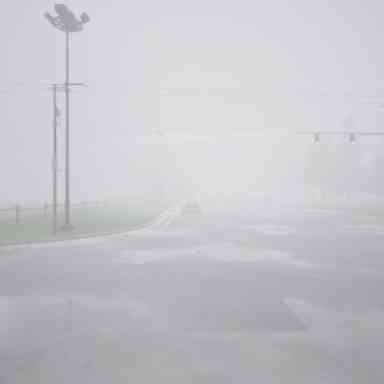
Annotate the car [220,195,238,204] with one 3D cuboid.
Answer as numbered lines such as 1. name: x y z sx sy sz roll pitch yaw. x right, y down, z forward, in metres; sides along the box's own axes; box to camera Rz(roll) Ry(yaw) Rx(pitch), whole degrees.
1. car: 6.983 1.572 63.179 2.033 1.411 5.357 0 0 0

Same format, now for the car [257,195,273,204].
1. car: 13.983 1.572 63.105 2.033 1.411 5.357 0 0 0

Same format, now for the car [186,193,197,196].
1. car: -0.017 1.529 63.241 1.837 1.490 4.892 0 0 0

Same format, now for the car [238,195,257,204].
1. car: 10.483 1.551 63.371 1.812 1.442 4.674 0 0 0

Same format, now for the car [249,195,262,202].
1. car: 13.980 1.472 73.645 1.837 1.490 4.892 0 0 0

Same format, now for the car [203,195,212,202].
1. car: 3.480 1.501 73.643 1.812 1.442 4.674 0 0 0

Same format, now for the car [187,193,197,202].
1. car: -0.020 1.202 73.673 2.150 2.045 5.566 0 0 0

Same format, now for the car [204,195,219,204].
1. car: 3.483 1.589 63.814 1.994 1.385 4.181 0 0 0

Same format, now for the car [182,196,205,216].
1. car: -0.009 1.491 33.410 1.882 1.535 5.008 0 0 0

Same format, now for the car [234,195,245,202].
1. car: 10.480 1.496 73.644 1.812 1.442 4.674 0 0 0
